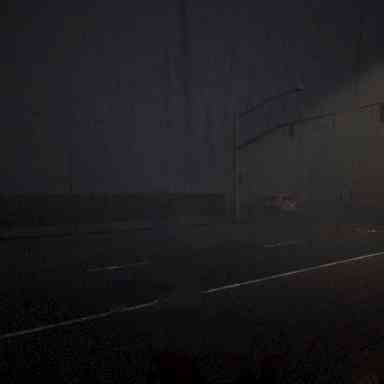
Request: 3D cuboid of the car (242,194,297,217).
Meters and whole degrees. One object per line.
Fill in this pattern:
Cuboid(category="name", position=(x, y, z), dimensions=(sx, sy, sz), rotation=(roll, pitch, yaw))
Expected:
Cuboid(category="car", position=(7.315, 1.223, 31.818), dimensions=(2.150, 2.045, 5.566), rotation=(0, 0, -36))
